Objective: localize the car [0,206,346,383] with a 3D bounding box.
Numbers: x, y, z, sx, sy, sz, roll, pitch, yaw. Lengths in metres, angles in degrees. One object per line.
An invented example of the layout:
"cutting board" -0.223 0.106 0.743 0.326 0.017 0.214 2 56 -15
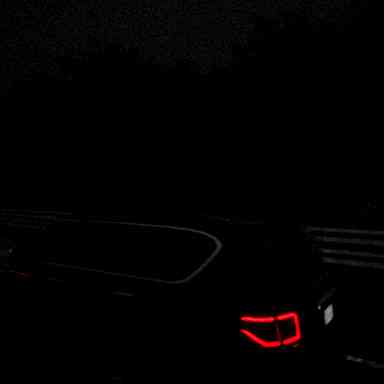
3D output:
"car" -0.912 1.223 4.647 5.566 2.045 2.150 0 0 36
